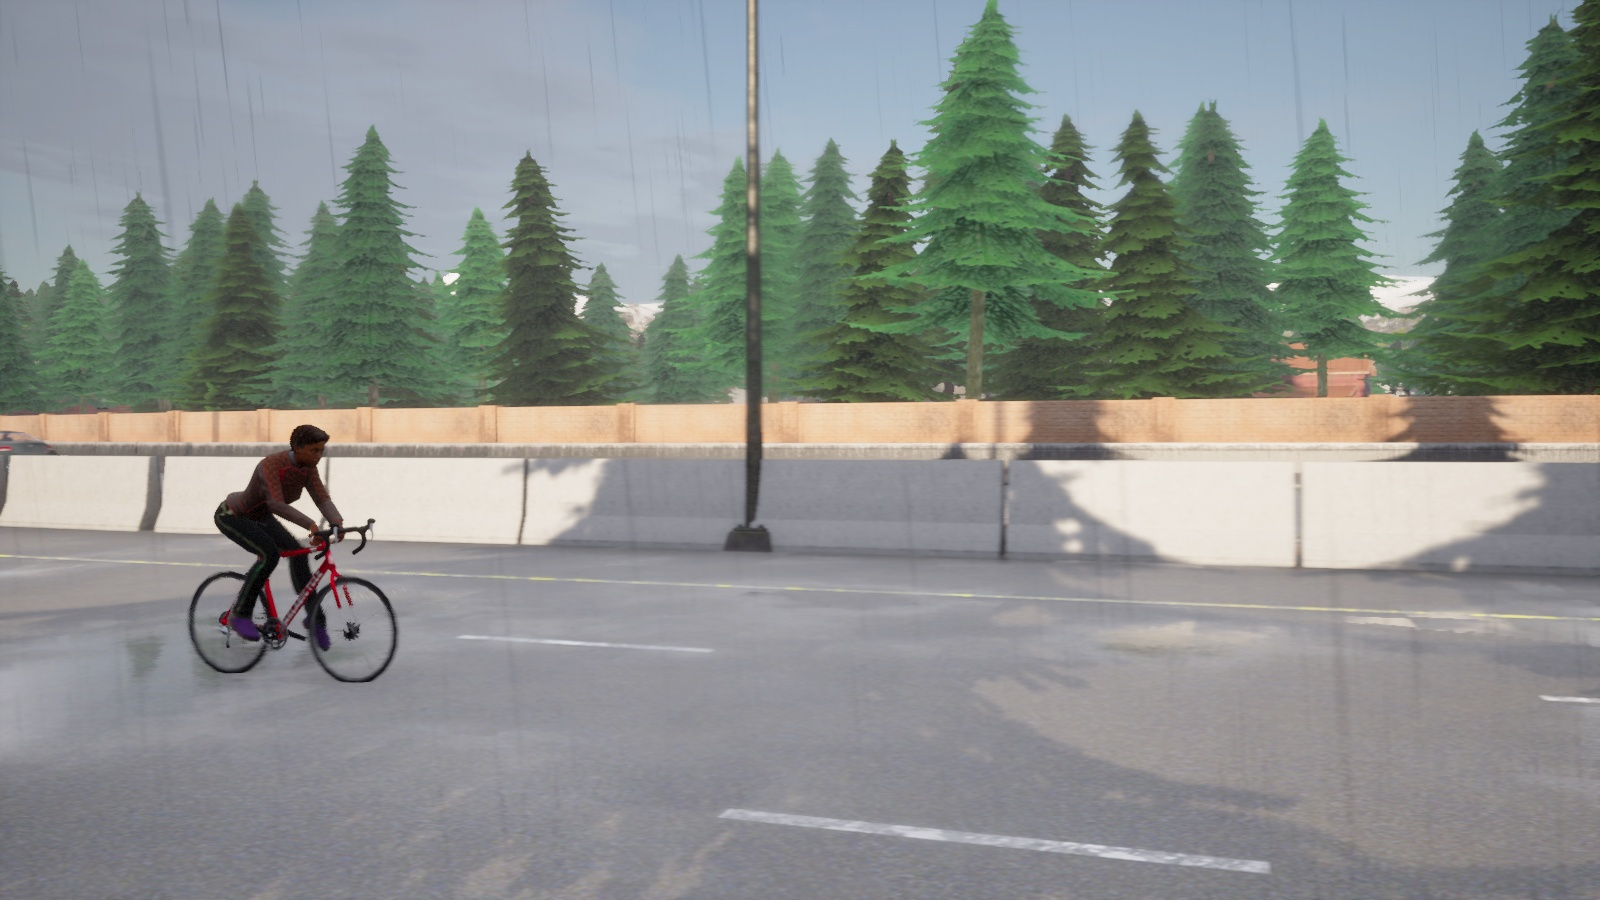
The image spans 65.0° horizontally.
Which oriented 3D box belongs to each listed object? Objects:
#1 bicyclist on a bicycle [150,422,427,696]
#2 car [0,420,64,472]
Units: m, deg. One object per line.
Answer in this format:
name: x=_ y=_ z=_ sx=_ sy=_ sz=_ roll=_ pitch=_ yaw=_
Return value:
bicyclist on a bicycle: x=-3.259 y=0.639 z=7.994 sx=1.656 sy=1.620 sz=0.582 roll=1 pitch=1 yaw=19
car: x=-27.072 y=-0.168 z=41.948 sx=5.027 sy=1.651 sz=2.152 roll=1 pitch=1 yaw=31
